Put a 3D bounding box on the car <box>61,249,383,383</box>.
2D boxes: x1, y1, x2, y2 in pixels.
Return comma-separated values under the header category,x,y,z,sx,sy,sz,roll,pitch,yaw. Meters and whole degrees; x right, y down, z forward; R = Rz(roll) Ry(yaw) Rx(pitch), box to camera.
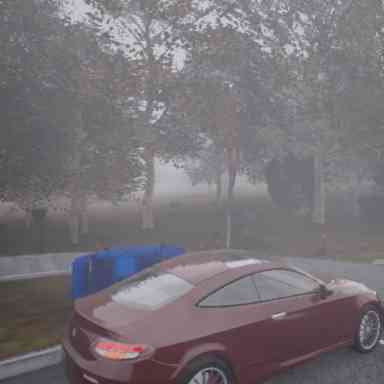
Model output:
category,x,y,z,sx,sy,sz,roll,pitch,yaw
car,0.714,1.541,4.566,4.674,1.452,2.002,1,0,-33
